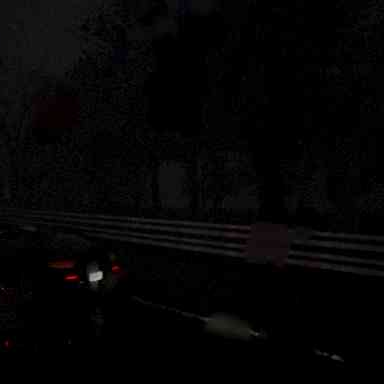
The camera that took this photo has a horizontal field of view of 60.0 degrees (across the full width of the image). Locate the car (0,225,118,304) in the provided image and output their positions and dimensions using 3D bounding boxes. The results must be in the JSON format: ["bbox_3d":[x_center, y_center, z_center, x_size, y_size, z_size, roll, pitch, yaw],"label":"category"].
[{"bbox_3d":[-3.751,1.527,8.128,4.674,1.442,1.812,0,0,38],"label":"car"}]

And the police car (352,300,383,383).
[{"bbox_3d":[3.993,1.466,2.179,5.238,1.638,1.930,0,0,37],"label":"police car"}]
